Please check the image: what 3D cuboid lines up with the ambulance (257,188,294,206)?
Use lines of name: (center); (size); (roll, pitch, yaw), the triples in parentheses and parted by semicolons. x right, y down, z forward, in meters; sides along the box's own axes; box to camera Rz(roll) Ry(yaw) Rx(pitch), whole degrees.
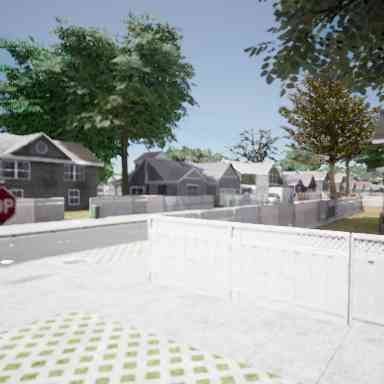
ambulance: (9.565, 0.773, 38.020); (2.351, 2.431, 6.366); (0, 0, 35)
